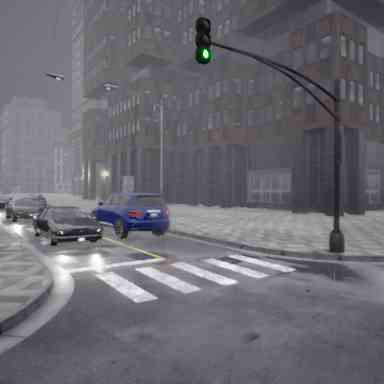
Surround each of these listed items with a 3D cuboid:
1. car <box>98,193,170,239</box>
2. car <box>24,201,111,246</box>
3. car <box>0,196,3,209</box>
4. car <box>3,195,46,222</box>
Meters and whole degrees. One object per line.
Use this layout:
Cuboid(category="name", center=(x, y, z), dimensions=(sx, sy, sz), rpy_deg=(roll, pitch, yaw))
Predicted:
Cuboid(category="car", center=(-3.188, 1.047, 16.472), dimensions=(2.150, 2.045, 5.566), rpy_deg=(1, 0, -35))
Cuboid(category="car", center=(-5.650, 1.349, 14.580), dimensions=(2.033, 1.411, 5.357), rpy_deg=(0, 0, -35))
Cuboid(category="car", center=(-18.182, 1.111, 32.357), dimensions=(1.895, 1.301, 4.718), rpy_deg=(1, 0, -34))
Cuboid(category="car", center=(-11.492, 1.171, 22.857), dimensions=(1.837, 1.490, 4.892), rpy_deg=(0, 1, -35))
